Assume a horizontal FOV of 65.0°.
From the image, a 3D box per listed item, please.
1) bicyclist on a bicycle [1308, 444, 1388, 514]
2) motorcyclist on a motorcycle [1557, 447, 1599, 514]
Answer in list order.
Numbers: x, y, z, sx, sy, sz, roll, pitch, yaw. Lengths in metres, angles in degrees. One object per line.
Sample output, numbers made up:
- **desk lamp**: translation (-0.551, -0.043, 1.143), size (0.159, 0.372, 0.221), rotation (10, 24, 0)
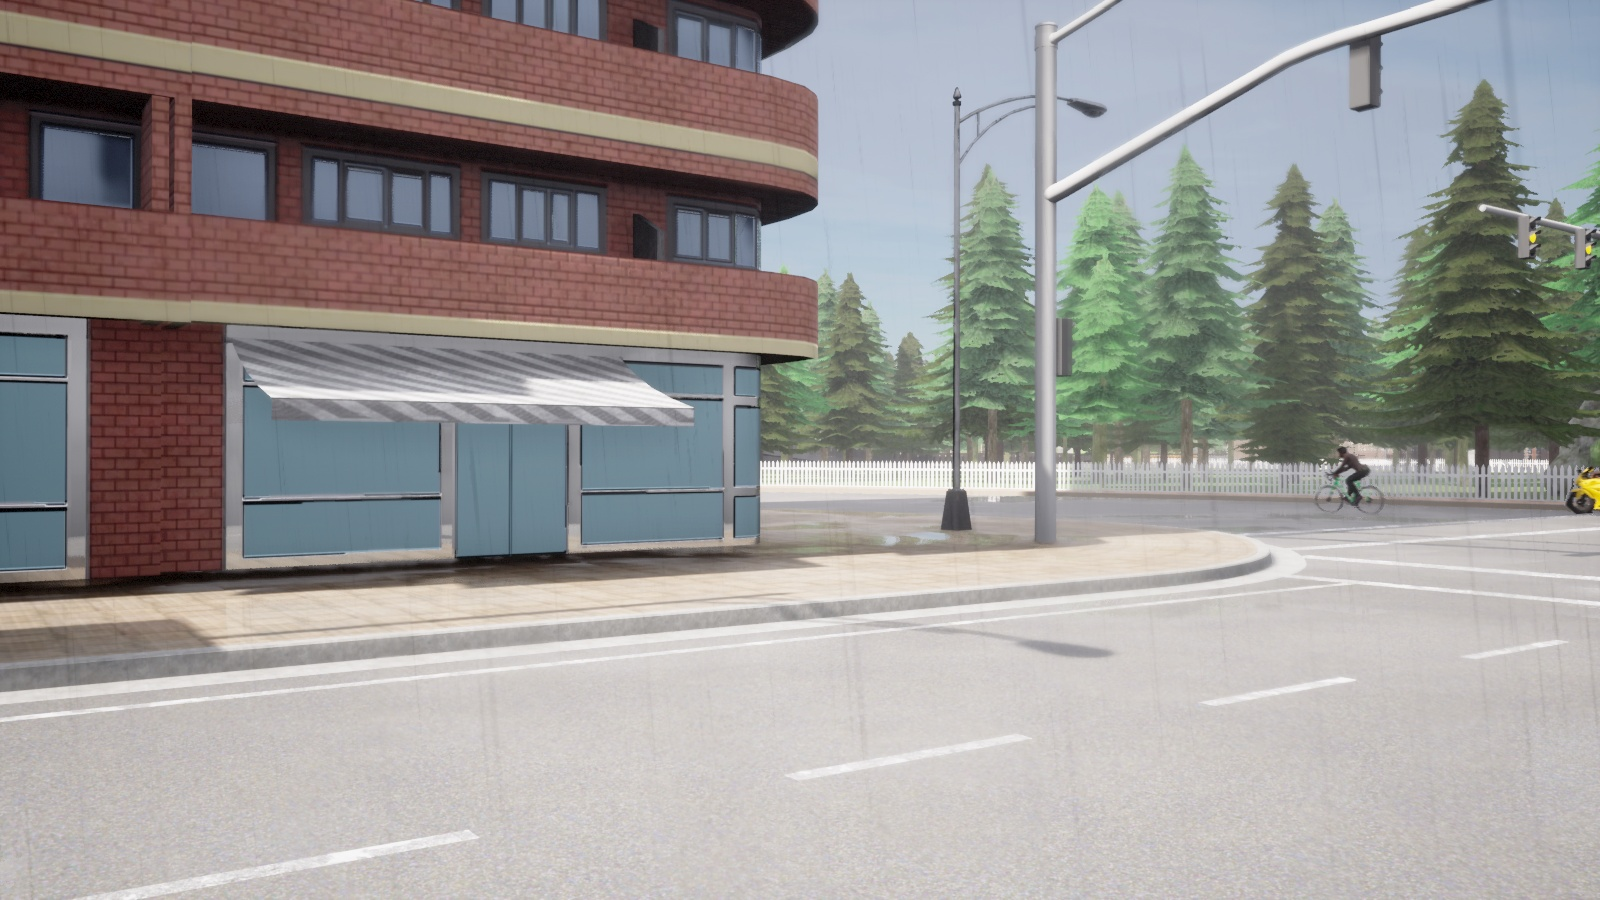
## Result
- **bicyclist on a bicycle**: translation (13.130, 0.688, 30.102), size (0.582, 1.620, 1.656), rotation (0, 0, -43)
- **motorcyclist on a motorcycle**: translation (18.734, 0.701, 28.951), size (0.797, 1.523, 2.044), rotation (0, 0, -37)
